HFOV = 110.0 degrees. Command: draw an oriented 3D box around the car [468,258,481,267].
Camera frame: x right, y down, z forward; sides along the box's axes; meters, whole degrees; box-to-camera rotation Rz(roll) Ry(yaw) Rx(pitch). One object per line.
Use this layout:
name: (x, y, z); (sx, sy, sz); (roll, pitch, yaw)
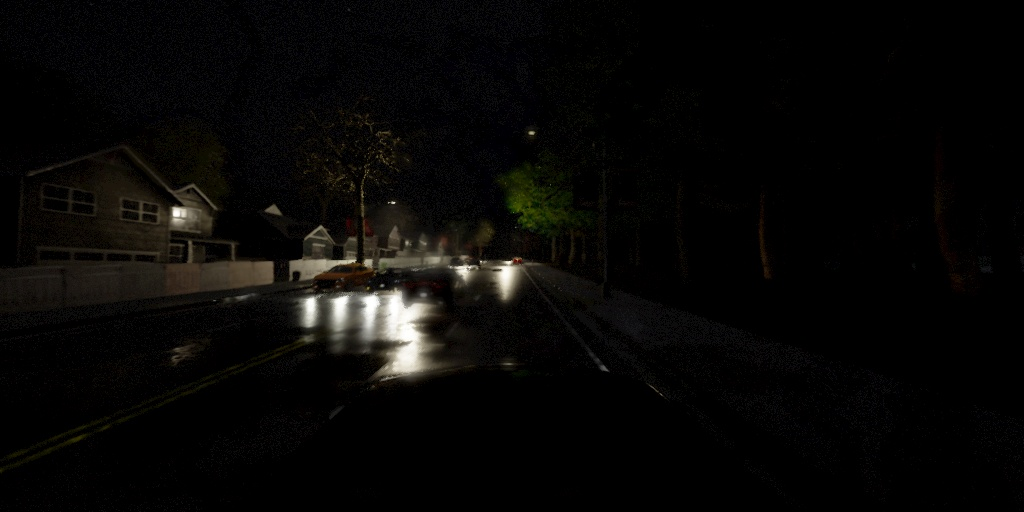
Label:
car: (-6.498, 1.122, 62.672); (2.033, 1.411, 5.357); (0, 0, 1)

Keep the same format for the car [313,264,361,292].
car: (-9.840, 1.227, 21.359); (1.882, 1.535, 5.008); (0, 0, 0)

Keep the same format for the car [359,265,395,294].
car: (-6.591, 1.316, 20.163); (1.994, 1.385, 4.181); (0, 0, 0)

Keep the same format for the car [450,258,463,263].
car: (-9.745, 1.078, 63.213); (1.837, 1.490, 4.892); (0, 0, 0)

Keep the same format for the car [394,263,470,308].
car: (-3.144, 1.236, 15.227); (1.882, 1.535, 5.008); (0, 0, 0)
